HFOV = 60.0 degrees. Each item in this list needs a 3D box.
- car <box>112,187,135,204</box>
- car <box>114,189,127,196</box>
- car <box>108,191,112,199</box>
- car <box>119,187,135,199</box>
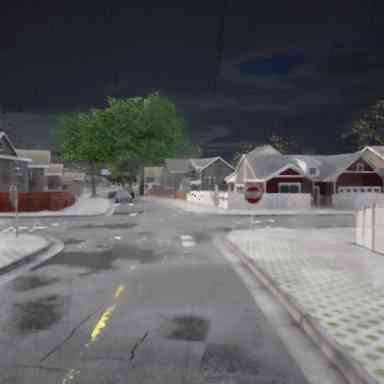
[{"bbox_3d":[-9.126,0.591,44.266,2.097,1.767,4.553,-1,1,-16],"label":"car"},{"bbox_3d":[-15.543,0.101,72.157,2.128,1.511,4.902,-1,1,-18],"label":"car"},{"bbox_3d":[-13.983,0.531,59.288,2.033,1.411,5.357,-1,1,-19],"label":"car"},{"bbox_3d":[-12.155,0.128,62.373,2.150,2.045,5.566,-1,1,-19],"label":"car"}]
